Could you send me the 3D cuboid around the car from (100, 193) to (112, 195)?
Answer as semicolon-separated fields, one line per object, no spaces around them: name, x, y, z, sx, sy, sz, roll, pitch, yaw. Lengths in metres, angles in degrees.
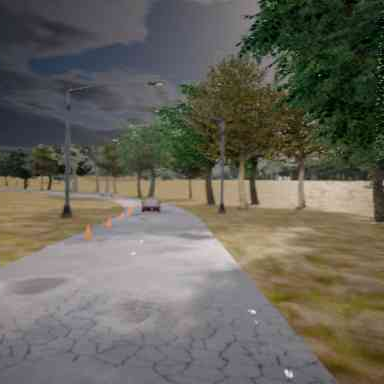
car;-18.729;0.538;72.604;1.994;1.385;4.181;-1;2;-31

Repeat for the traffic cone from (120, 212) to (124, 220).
traffic cone;-5.456;1.859;25.984;0.340;0.580;0.340;1;0;-3

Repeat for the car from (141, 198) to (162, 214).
car;-4.213;1.349;34.427;1.882;1.535;5.008;1;0;-8

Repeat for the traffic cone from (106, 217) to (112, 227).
traffic cone;-5.228;1.877;21.010;0.340;0.580;0.340;1;0;-3

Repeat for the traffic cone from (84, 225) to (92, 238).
traffic cone;-5.002;1.886;16.012;0.340;0.580;0.340;1;0;-3

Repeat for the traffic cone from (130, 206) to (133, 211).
traffic cone;-5.843;1.831;30.837;0.340;0.580;0.340;1;0;-6
